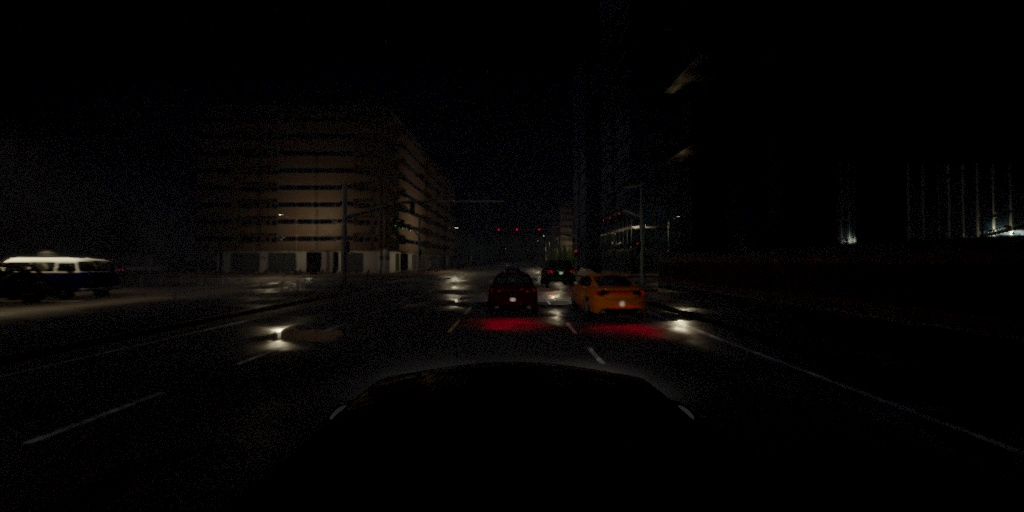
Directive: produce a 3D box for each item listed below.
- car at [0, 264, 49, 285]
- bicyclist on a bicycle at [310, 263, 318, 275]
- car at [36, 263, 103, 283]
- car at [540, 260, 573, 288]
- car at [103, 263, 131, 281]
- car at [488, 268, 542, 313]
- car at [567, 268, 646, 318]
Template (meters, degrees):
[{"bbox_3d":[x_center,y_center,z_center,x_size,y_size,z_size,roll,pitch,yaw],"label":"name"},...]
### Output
[{"bbox_3d":[-49.551,1.801,35.439,4.674,1.442,1.812,0,-1,1],"label":"car"},{"bbox_3d":[-25.559,1.729,46.297,0.582,1.620,1.656,0,-1,0],"label":"bicyclist on a bicycle"},{"bbox_3d":[-48.216,1.827,39.022,4.892,1.490,1.837,-1,-1,1],"label":"car"},{"bbox_3d":[3.497,1.357,28.085,2.150,2.045,5.566,0,-1,0],"label":"car"},{"bbox_3d":[-48.214,1.864,42.521,4.902,1.511,2.128,0,-1,1],"label":"car"},{"bbox_3d":[0.049,1.414,15.054,1.882,1.535,5.008,0,-1,0],"label":"car"},{"bbox_3d":[3.540,1.399,13.917,1.882,1.535,5.008,0,-1,1],"label":"car"}]
